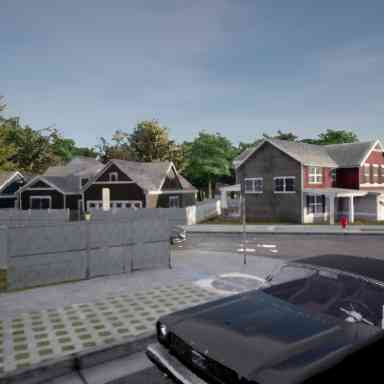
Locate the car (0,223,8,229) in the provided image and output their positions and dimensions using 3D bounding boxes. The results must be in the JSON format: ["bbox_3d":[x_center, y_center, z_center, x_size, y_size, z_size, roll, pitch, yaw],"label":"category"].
[{"bbox_3d":[-13.338,2.397,20.845,5.357,1.411,2.033,-2,0,19],"label":"car"}]

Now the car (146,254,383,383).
[{"bbox_3d":[1.841,1.599,4.315,4.718,1.301,1.895,0,0,-36],"label":"car"}]

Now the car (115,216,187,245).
[{"bbox_3d":[-2.703,2.043,17.338,4.892,1.490,1.837,-2,0,18],"label":"car"}]
